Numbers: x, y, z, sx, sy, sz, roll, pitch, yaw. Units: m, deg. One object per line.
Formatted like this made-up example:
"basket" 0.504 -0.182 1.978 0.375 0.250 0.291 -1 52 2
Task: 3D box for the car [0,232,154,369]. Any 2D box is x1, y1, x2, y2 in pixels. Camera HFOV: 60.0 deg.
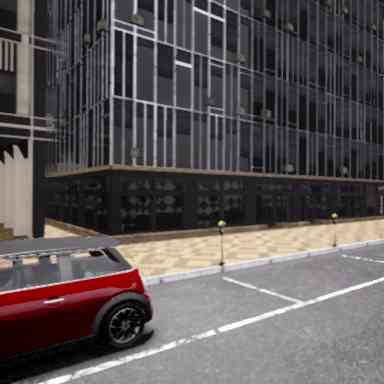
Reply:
"car" -2.679 1.441 4.642 4.097 1.590 1.967 0 0 -35
